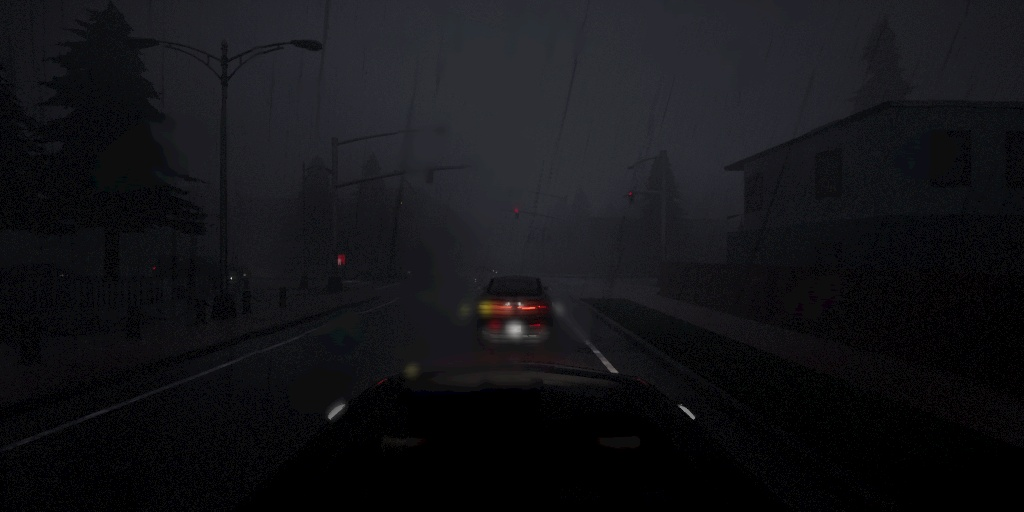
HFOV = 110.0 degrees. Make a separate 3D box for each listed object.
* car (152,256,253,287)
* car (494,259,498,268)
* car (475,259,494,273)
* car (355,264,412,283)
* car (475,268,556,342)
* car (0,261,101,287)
[{"bbox_3d":[-20.665,0.987,24.039,5.566,2.045,2.150,0,0,-1],"label":"car"},{"bbox_3d":[-3.460,1.276,54.315,1.812,1.442,4.674,0,0,0],"label":"car"},{"bbox_3d":[-3.495,1.276,44.179,1.812,1.442,4.674,0,0,-1],"label":"car"},{"bbox_3d":[-9.983,1.328,28.098,4.181,1.385,1.994,0,0,-2],"label":"car"},{"bbox_3d":[0.092,1.255,9.729,1.837,1.490,4.892,0,0,0],"label":"car"},{"bbox_3d":[-31.103,1.257,23.763,4.902,1.511,2.128,0,0,-1],"label":"car"}]
